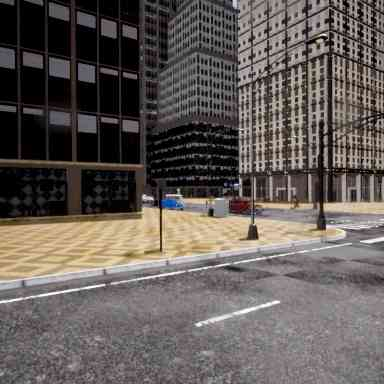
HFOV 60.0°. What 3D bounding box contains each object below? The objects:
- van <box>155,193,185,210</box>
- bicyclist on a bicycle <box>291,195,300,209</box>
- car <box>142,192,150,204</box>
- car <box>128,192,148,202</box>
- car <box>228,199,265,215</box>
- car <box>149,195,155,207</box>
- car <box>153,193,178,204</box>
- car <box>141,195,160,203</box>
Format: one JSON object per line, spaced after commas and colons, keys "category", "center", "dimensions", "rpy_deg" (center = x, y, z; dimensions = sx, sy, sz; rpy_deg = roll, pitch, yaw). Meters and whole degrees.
{"category": "van", "center": [-2.405, 1.211, 39.494], "dimensions": [1.690, 1.788, 3.998], "rpy_deg": [0, 0, -34]}
{"category": "bicyclist on a bicycle", "center": [11.983, 1.119, 38.402], "dimensions": [1.656, 1.620, 0.582], "rpy_deg": [-1, 1, -34]}
{"category": "car", "center": [-8.568, 1.254, 58.986], "dimensions": [1.812, 1.442, 4.674], "rpy_deg": [-1, 1, -34]}
{"category": "car", "center": [-10.940, 0.983, 67.143], "dimensions": [2.192, 1.841, 5.009], "rpy_deg": [0, 0, -34]}
{"category": "car", "center": [5.086, 1.419, 33.005], "dimensions": [1.812, 1.442, 4.674], "rpy_deg": [-1, 0, -34]}
{"category": "car", "center": [-3.767, 1.383, 46.161], "dimensions": [1.994, 1.385, 4.181], "rpy_deg": [-1, 1, -34]}
{"category": "car", "center": [-4.746, 1.036, 57.956], "dimensions": [2.192, 1.841, 5.009], "rpy_deg": [0, 0, -34]}
{"category": "car", "center": [-7.843, 1.239, 62.551], "dimensions": [1.887, 1.381, 4.507], "rpy_deg": [0, 0, -34]}
